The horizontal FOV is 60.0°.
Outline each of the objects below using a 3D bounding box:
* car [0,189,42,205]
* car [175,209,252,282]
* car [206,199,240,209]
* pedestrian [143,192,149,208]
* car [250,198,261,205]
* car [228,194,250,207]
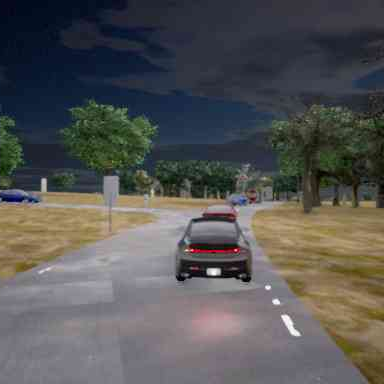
[{"bbox_3d":[-18.600,0.482,35.678,5.008,1.535,1.882,3,-1,11],"label":"car"},{"bbox_3d":[0.614,1.460,9.596,1.837,1.490,4.892,0,0,3],"label":"car"},{"bbox_3d":[1.643,1.391,18.998,1.882,1.535,5.008,0,0,8],"label":"car"},{"bbox_3d":[-5.489,0.920,39.598,0.375,1.860,0.375,0,-4,11],"label":"pedestrian"},{"bbox_3d":[12.735,1.798,67.295,2.033,1.411,5.357,0,-1,20],"label":"car"},{"bbox_3d":[7.045,1.303,52.355,2.150,2.045,5.566,0,-1,21],"label":"car"}]
